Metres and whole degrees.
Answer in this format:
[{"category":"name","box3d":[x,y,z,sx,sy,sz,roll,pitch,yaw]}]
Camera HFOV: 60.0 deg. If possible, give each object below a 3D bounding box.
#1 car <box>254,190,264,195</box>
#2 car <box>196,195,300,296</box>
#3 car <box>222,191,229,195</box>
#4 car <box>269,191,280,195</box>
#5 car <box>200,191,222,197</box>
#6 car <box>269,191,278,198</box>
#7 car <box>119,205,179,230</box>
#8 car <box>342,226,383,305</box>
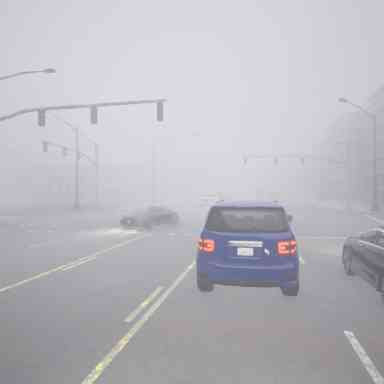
[{"category":"car","box3d":[15.302,0.904,75.471,1.994,1.385,4.181,0,1,11]},{"category":"car","box3d":[1.517,1.221,8.930,2.150,2.045,5.566,0,0,11]},{"category":"car","box3d":[4.547,0.926,57.667,2.150,2.045,5.566,0,1,11]},{"category":"car","box3d":[18.773,0.881,74.973,2.128,1.511,4.902,0,1,11]},{"category":"car","box3d":[2.515,1.079,47.481,2.150,2.045,5.566,0,1,11]},{"category":"car","box3d":[20.757,0.552,84.975,2.097,1.767,4.553,0,1,11]},{"category":"car","box3d":[-2.634,1.550,21.215,1.994,1.385,4.181,0,0,33]},{"category":"car","box3d":[4.784,1.492,7.407,2.128,1.511,4.902,0,0,11]}]
